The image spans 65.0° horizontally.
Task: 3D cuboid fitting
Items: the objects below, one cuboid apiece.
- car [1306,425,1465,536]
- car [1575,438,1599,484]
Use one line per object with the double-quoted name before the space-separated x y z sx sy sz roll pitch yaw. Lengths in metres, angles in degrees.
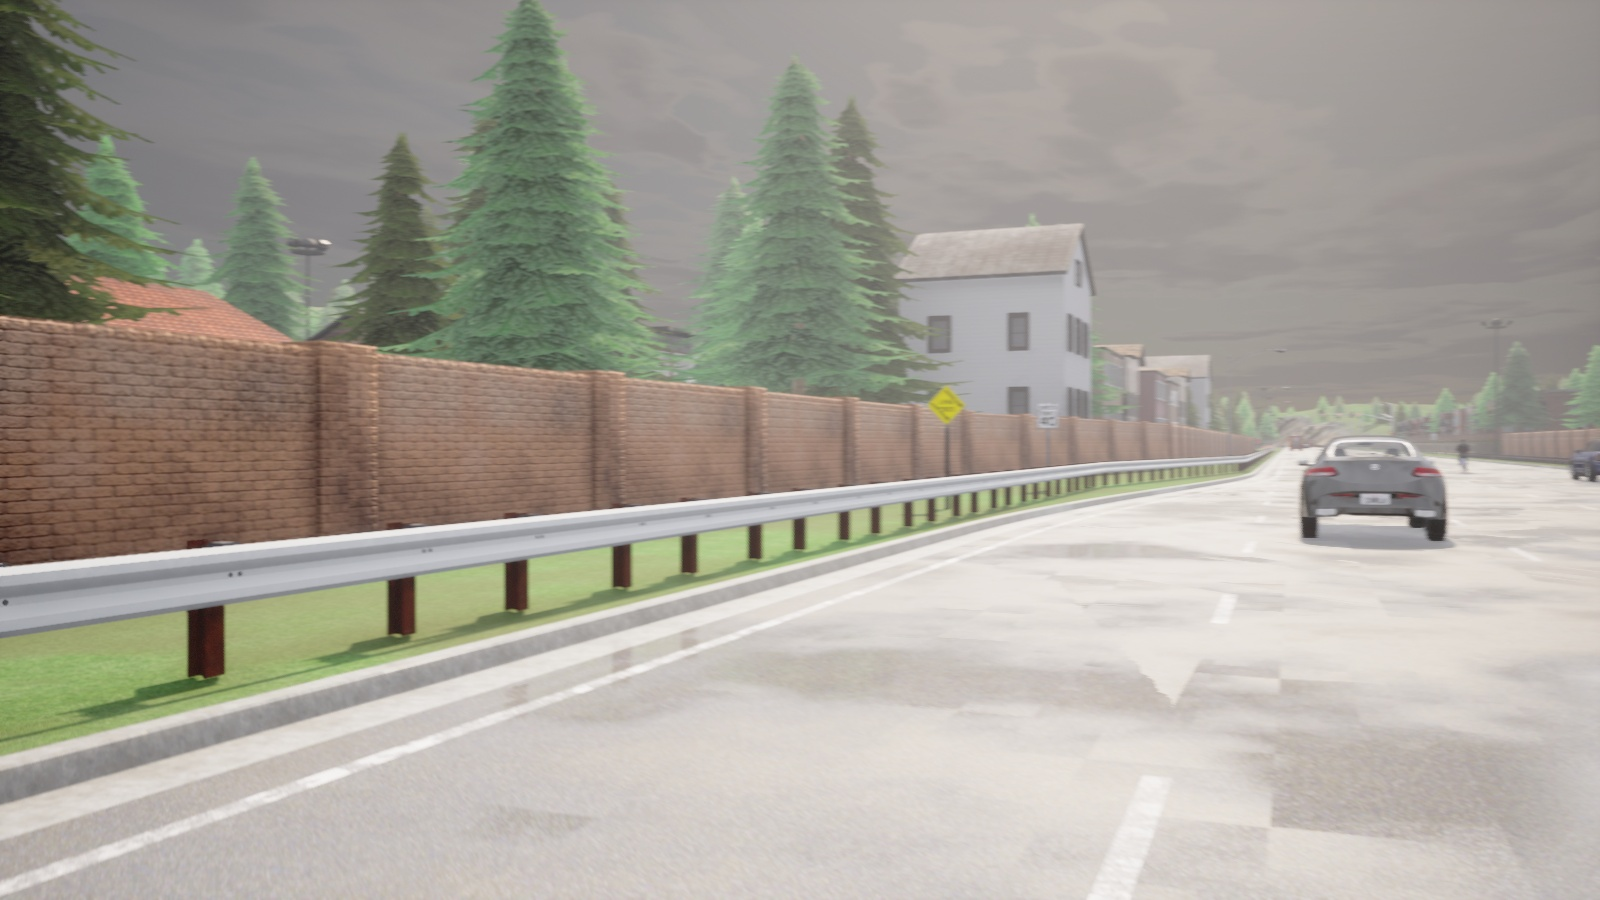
"car" 9.751 0.440 21.279 2.152 1.651 5.027 0 0 22
"car" 32.185 0.405 49.390 2.097 1.767 4.553 0 0 22
